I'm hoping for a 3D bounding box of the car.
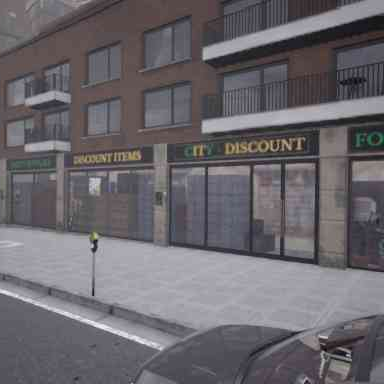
[{"bbox_3d":[1.447,1.551,2.040,4.403,1.369,2.008,0,1,35],"label":"car"}]
